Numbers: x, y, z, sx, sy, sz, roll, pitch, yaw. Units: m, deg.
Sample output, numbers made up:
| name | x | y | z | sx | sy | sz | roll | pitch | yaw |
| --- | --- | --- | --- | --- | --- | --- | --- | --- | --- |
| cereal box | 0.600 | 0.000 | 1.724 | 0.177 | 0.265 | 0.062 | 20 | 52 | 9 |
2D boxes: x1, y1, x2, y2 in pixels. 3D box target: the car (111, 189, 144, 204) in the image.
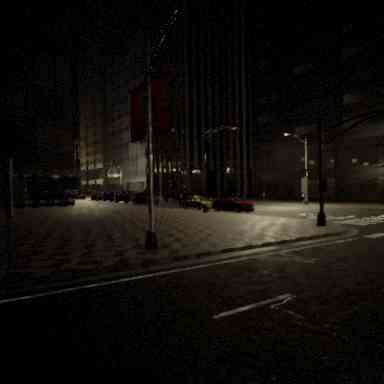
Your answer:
| name | x | y | z | sx | sy | sz | roll | pitch | yaw |
| --- | --- | --- | --- | --- | --- | --- | --- | --- | --- |
| car | -9.454 | 0.732 | 48.441 | 2.192 | 1.841 | 5.009 | -1 | 1 | -36 |

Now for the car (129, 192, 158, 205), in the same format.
| name | x | y | z | sx | sy | sz | roll | pitch | yaw |
| --- | --- | --- | --- | --- | --- | --- | --- | --- | --- |
| car | -6.159 | 1.011 | 43.885 | 1.887 | 1.381 | 4.507 | -1 | 1 | -36 |

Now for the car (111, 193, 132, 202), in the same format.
| name | x | y | z | sx | sy | sz | roll | pitch | yaw |
| --- | --- | --- | --- | --- | --- | --- | --- | --- | --- |
| car | -12.033 | 0.838 | 56.879 | 1.994 | 1.385 | 4.181 | -2 | 1 | -36 |

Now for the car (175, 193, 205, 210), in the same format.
| name | x | y | z | sx | sy | sz | roll | pitch | yaw |
| --- | --- | --- | --- | --- | --- | --- | --- | --- | --- |
| car | 0.527 | 1.088 | 34.627 | 1.752 | 1.417 | 4.829 | -1 | 1 | -36 |

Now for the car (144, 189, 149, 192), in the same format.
| name | x | y | z | sx | sy | sz | roll | pitch | yaw |
| --- | --- | --- | --- | --- | --- | --- | --- | --- | --- |
| car | -9.128 | 0.420 | 62.547 | 2.192 | 1.841 | 5.009 | -1 | 1 | -36 |

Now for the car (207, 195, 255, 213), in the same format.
| name | x | y | z | sx | sy | sz | roll | pitch | yaw |
| --- | --- | --- | --- | --- | --- | --- | --- | --- | --- |
| car | 3.722 | 1.151 | 30.205 | 1.887 | 1.381 | 4.507 | -1 | 1 | -36 |

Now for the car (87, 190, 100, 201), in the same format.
| name | x | y | z | sx | sy | sz | roll | pitch | yaw |
| --- | --- | --- | --- | --- | --- | --- | --- | --- | --- |
| car | -16.039 | 0.862 | 57.564 | 2.008 | 1.369 | 4.403 | -1 | 1 | -36 |

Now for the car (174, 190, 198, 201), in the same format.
| name | x | y | z | sx | sy | sz | roll | pitch | yaw |
| --- | --- | --- | --- | --- | --- | --- | --- | --- | --- |
| car | 0.345 | 0.814 | 39.582 | 2.097 | 1.767 | 4.553 | -2 | 1 | -36 |

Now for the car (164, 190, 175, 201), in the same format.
| name | x | y | z | sx | sy | sz | roll | pitch | yaw |
| --- | --- | --- | --- | --- | --- | --- | --- | --- | --- |
| car | -2.542 | 0.525 | 53.428 | 2.192 | 1.841 | 5.009 | -1 | 1 | -36 |

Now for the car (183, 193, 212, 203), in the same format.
| name | x | y | z | sx | sy | sz | roll | pitch | yaw |
| --- | --- | --- | --- | --- | --- | --- | --- | --- | --- |
| car | 0.753 | 0.826 | 48.873 | 1.947 | 1.339 | 4.313 | -1 | 1 | -36 |

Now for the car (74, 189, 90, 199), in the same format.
| name | x | y | z | sx | sy | sz | roll | pitch | yaw |
| --- | --- | --- | --- | --- | --- | --- | --- | --- | --- |
| car | -22.626 | 0.640 | 66.682 | 1.967 | 1.590 | 4.097 | -1 | 1 | -36 |

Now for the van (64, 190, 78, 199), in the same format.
| name | x | y | z | sx | sy | sz | roll | pitch | yaw |
| --- | --- | --- | --- | --- | --- | --- | --- | --- | --- |
| van | -25.920 | 0.484 | 71.240 | 1.690 | 1.788 | 3.998 | -1 | 1 | -36 |

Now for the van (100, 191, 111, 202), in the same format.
| name | x | y | z | sx | sy | sz | roll | pitch | yaw |
| --- | --- | --- | --- | --- | --- | --- | --- | --- | --- |
| van | -12.747 | 0.706 | 53.002 | 1.690 | 1.788 | 3.998 | -1 | 1 | -36 |

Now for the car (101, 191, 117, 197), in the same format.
| name | x | y | z | sx | sy | sz | roll | pitch | yaw |
| --- | --- | --- | --- | --- | --- | --- | --- | --- | --- |
| car | -19.007 | 0.481 | 76.229 | 1.887 | 1.381 | 4.507 | -1 | 1 | -36 |

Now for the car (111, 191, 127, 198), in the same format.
| name | x | y | z | sx | sy | sz | roll | pitch | yaw |
| --- | --- | --- | --- | --- | --- | --- | --- | --- | --- |
| car | -15.713 | 0.575 | 71.671 | 1.802 | 1.307 | 4.206 | -1 | 1 | -36 |
